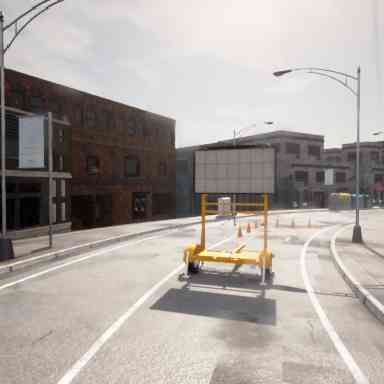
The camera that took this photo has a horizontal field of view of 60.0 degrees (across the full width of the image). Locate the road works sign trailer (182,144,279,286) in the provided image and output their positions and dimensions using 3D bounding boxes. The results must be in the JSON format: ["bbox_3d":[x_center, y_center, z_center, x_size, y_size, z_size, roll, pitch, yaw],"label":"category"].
[{"bbox_3d":[1.251,0.462,9.687,2.380,3.560,2.880,0,0,20],"label":"road works sign trailer"}]

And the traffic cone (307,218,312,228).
[{"bbox_3d":[7.479,1.982,21.165,0.340,0.580,0.340,1,0,22],"label":"traffic cone"}]
